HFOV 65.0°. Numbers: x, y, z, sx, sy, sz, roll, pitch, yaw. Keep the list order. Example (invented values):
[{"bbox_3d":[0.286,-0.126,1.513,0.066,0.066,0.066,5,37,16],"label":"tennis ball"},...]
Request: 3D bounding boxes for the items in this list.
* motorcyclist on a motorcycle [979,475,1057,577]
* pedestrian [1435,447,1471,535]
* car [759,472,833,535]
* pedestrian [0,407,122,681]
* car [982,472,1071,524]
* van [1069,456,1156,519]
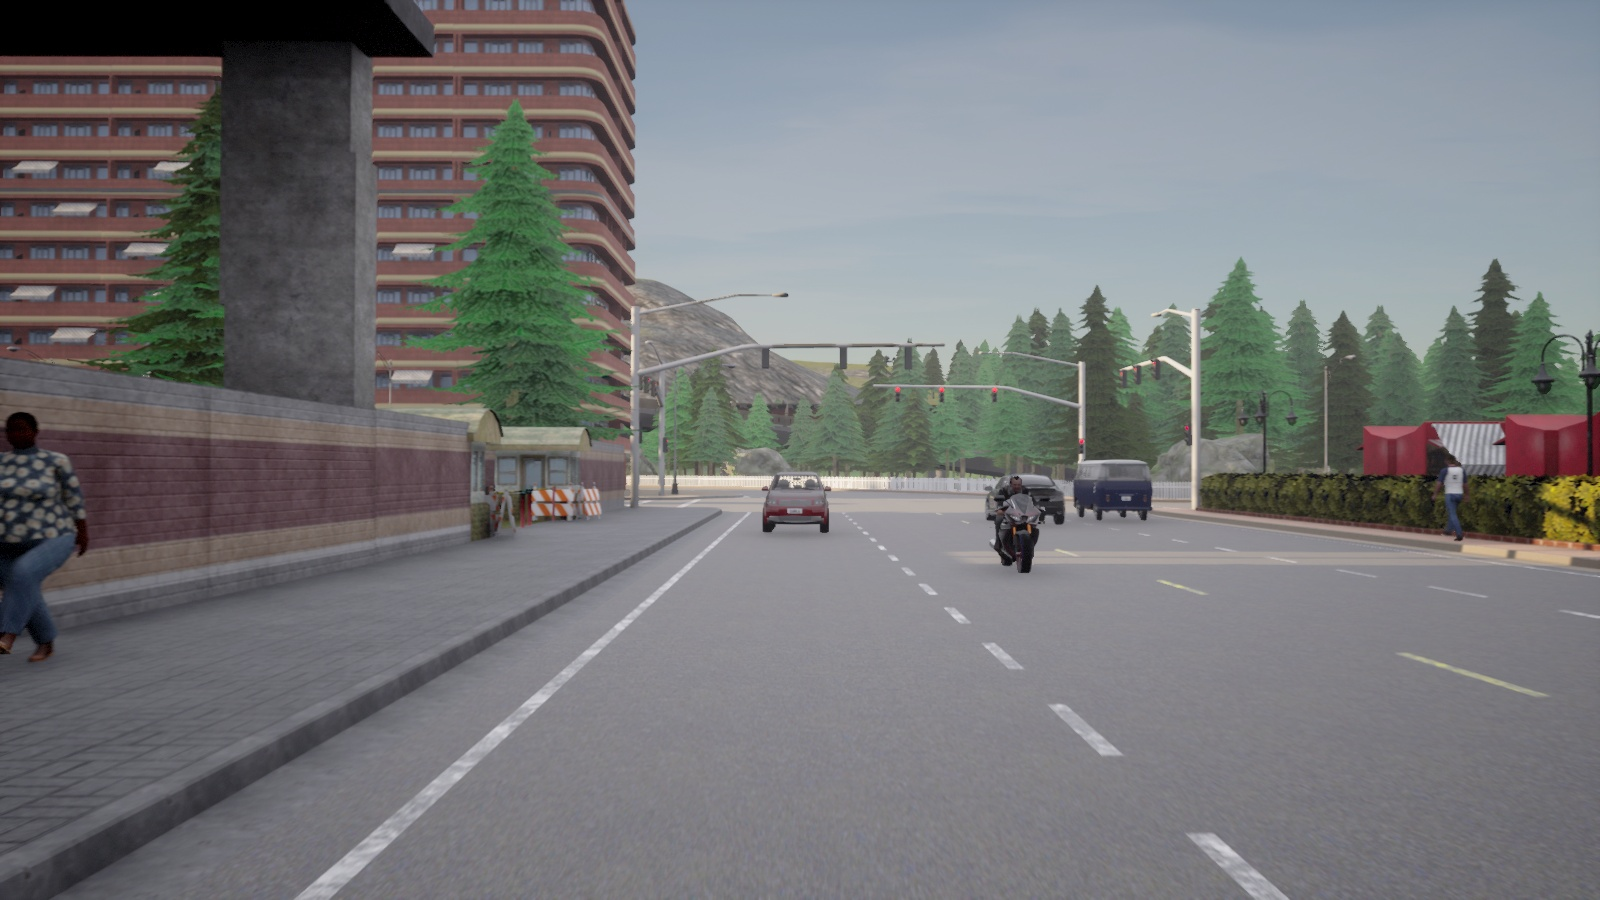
[{"bbox_3d":[3.451,1.172,20.084,0.866,1.530,2.191,0,-1,0],"label":"motorcyclist on a motorcycle"},{"bbox_3d":[13.759,0.857,26.471,0.354,1.836,0.706,0,-1,0],"label":"pedestrian"},{"bbox_3d":[-0.073,1.341,32.683,1.789,1.549,3.705,0,-1,1],"label":"car"},{"bbox_3d":[-5.492,0.644,8.948,0.874,1.855,0.900,0,-1,-5],"label":"pedestrian"},{"bbox_3d":[6.906,1.442,38.775,1.837,1.490,4.892,0,-1,0],"label":"car"},{"bbox_3d":[10.396,1.231,42.121,1.775,1.987,4.442,0,-1,0],"label":"van"}]
